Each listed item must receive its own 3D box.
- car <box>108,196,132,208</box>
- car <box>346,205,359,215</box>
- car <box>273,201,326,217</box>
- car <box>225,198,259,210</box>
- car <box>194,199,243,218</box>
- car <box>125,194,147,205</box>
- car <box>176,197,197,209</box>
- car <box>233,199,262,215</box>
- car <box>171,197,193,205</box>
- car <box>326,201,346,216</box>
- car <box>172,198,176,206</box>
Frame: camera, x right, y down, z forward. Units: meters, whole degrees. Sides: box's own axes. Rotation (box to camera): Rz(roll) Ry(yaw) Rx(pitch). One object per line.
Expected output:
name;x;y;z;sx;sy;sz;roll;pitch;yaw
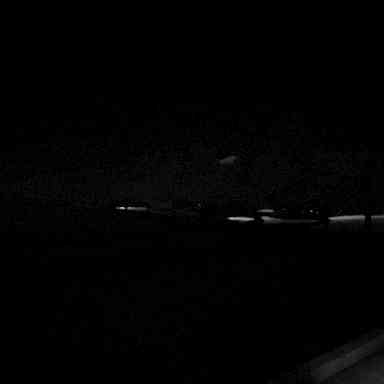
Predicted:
car;-11.579;1.723;51.997;1.994;1.385;4.181;1;0;-35
car;16.203;1.765;37.579;1.837;1.490;4.892;1;1;-36
car;10.490;1.714;33.530;1.837;1.490;4.892;1;0;-36
car;7.419;1.755;49.616;2.128;1.511;4.902;1;0;-36
car;2.547;1.722;32.535;1.994;1.385;4.181;1;0;-36
car;-9.552;1.411;55.185;2.150;2.045;5.566;1;-1;-36
car;0.231;1.688;47.594;1.882;1.535;5.008;1;0;-36
car;5.125;1.689;34.940;1.837;1.490;4.892;1;0;-36
car;-1.996;1.706;62.658;1.812;1.442;4.674;1;0;-36
car;13.205;1.784;35.743;2.033;1.411;5.357;1;0;-36
car;-1.371;1.784;55.774;2.033;1.411;5.357;1;0;-36
